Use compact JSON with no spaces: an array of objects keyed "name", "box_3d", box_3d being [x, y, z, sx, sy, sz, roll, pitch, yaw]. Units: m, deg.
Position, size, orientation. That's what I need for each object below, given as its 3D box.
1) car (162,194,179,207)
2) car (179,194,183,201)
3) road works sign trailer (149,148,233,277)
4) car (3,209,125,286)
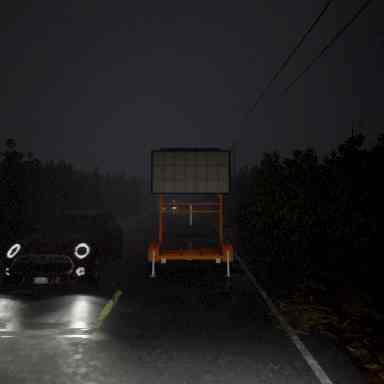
[{"name":"car","box_3d":[-3.473,1.352,50.884,2.097,1.767,4.553,0,0,0]},{"name":"car","box_3d":[-3.466,1.216,89.162,2.150,2.045,5.566,0,0,1]},{"name":"road works sign trailer","box_3d":[-0.035,0.464,10.220,2.380,3.560,2.880,0,0,0]},{"name":"car","box_3d":[-3.333,1.352,9.553,2.097,1.767,4.553,0,0,0]}]
